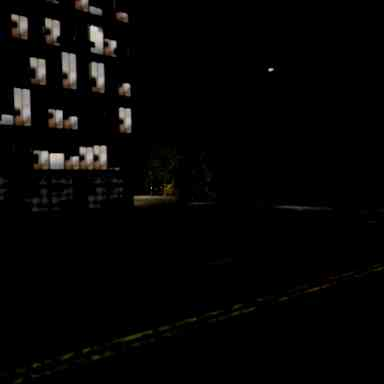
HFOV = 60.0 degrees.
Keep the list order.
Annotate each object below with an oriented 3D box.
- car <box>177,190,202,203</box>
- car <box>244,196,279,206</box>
[{"bbox_3d":[-0.501,0.748,58.462,2.150,2.045,5.566,-2,1,-33],"label":"car"},{"bbox_3d":[9.113,1.124,43.608,1.895,1.301,4.718,-2,1,-33],"label":"car"}]
